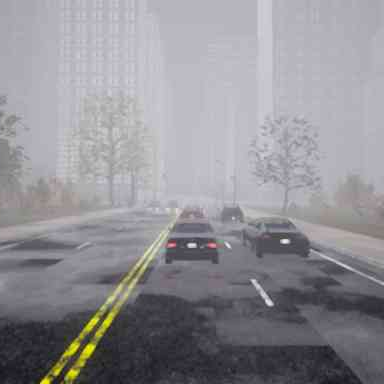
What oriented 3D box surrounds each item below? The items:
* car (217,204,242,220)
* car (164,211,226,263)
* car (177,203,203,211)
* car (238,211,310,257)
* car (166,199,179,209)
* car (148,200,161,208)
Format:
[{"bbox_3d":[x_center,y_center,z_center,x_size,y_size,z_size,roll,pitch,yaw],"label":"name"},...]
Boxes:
[{"bbox_3d":[3.263,1.800,28.481,1.837,1.490,4.892,0,0,0],"label":"car"},{"bbox_3d":[0.006,1.680,12.521,2.033,1.411,5.357,0,-1,0],"label":"car"},{"bbox_3d":[0.014,1.856,28.416,1.994,1.385,4.181,0,0,0],"label":"car"},{"bbox_3d":[3.264,1.708,13.584,1.994,1.385,4.181,0,0,1],"label":"car"},{"bbox_3d":[-3.276,2.072,57.561,1.837,1.490,4.892,0,-1,0],"label":"car"},{"bbox_3d":[-6.514,2.121,58.559,2.033,1.411,5.357,0,-1,0],"label":"car"}]
